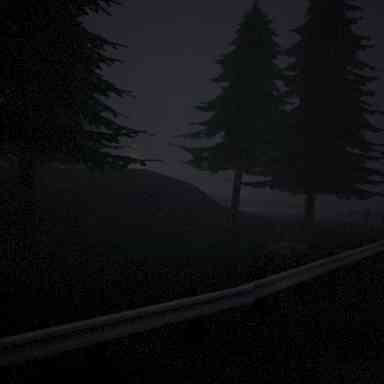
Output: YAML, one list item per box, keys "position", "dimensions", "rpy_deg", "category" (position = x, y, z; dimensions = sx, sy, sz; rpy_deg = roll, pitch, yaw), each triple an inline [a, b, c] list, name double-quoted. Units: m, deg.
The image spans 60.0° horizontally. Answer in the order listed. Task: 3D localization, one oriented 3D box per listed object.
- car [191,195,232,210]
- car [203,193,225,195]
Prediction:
- position: [2.768, 1.558, 47.710]
  dimensions: [4.718, 1.301, 1.895]
  rpy_deg: [0, 0, 34]
  category: "car"
- position: [4.070, 1.170, 51.061]
  dimensions: [5.566, 2.045, 2.150]
  rpy_deg: [1, 1, 34]
  category: "car"
